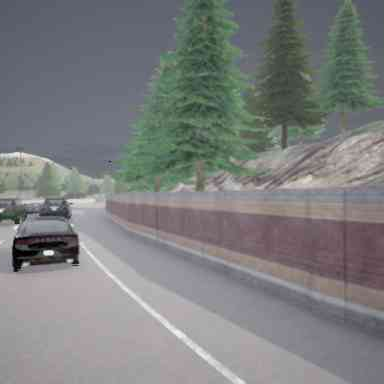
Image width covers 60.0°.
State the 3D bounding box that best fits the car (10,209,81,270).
[{"bbox_3d":[-5.119,1.597,11.671,1.882,1.535,5.008,0,-1,-25],"label":"car"}]

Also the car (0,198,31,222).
[{"bbox_3d":[-14.595,1.496,26.443,2.150,2.045,5.566,0,-1,-19],"label":"car"}]

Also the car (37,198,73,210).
[{"bbox_3d":[-11.912,1.520,29.445,2.150,2.045,5.566,0,-1,-17],"label":"car"}]

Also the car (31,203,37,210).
[{"bbox_3d":[-17.643,1.934,37.698,2.033,1.411,5.357,0,-1,-13],"label":"car"}]
